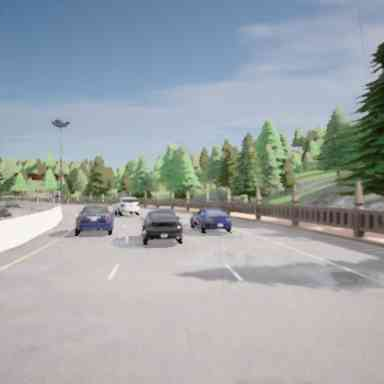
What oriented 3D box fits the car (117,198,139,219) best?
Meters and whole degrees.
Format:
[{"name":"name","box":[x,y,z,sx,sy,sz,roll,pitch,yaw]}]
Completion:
[{"name":"car","box":[-7.565,1.646,38.156,2.150,2.045,5.566,0,-1,-21]}]

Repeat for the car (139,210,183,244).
[{"name":"car","box":[-1.612,1.689,16.914,1.837,1.490,4.892,0,-1,-9]}]

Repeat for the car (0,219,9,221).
[{"name":"car","box":[-13.844,1.785,23.006,1.837,1.490,4.892,0,-1,-15]}]

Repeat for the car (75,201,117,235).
[{"name":"car","box":[-5.928,1.587,20.679,2.097,1.767,4.553,0,-1,-12]}]

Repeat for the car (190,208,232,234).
[{"name":"car","box":[1.130,1.747,21.092,1.812,1.442,4.674,0,-1,-12]}]
